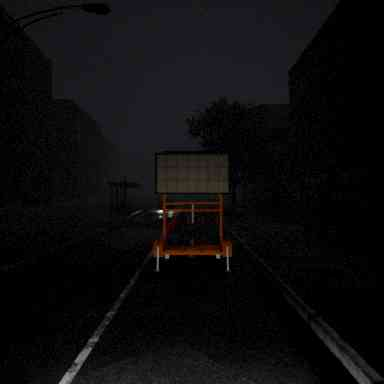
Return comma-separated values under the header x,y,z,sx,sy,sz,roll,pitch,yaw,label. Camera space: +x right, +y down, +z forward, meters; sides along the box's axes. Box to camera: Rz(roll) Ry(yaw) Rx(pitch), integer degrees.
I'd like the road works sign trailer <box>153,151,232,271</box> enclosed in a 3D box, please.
x,y,z,sx,sy,sz,roll,pitch,yaw,label
0.023,0.470,10.849,2.380,3.560,2.880,0,0,0,road works sign trailer

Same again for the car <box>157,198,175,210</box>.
x,y,z,sx,sy,sz,roll,pitch,yaw,label
-3.117,1.421,40.625,1.994,1.385,4.181,0,1,0,car
